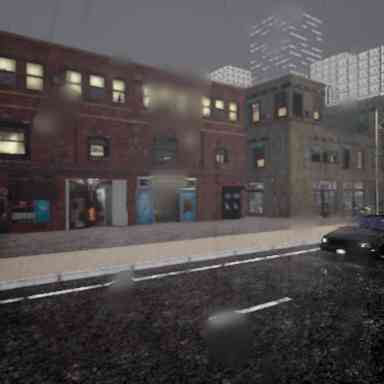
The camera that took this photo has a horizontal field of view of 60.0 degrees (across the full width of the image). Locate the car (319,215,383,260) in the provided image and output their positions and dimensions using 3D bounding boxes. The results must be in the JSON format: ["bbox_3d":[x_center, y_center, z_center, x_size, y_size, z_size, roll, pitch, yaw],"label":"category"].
[{"bbox_3d":[7.127,1.595,12.631,5.357,1.411,2.033,0,0,-35],"label":"car"}]
